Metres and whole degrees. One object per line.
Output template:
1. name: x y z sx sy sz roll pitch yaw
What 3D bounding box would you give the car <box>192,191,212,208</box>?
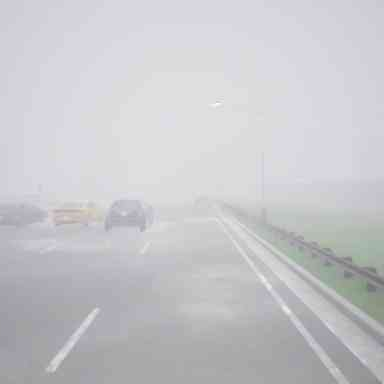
1. car: 1.229 1.015 37.942 1.882 1.535 5.008 0 1 0

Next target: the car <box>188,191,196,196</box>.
1. car: 0.011 0.302 93.102 1.994 1.385 4.181 0 1 0

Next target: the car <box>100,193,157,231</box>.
1. car: -3.398 1.121 18.775 2.097 1.767 4.553 0 1 0

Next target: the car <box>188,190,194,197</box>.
1. car: 0.010 0.526 83.485 1.994 1.385 4.181 0 1 0

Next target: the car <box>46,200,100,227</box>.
1. car: -6.898 1.224 20.686 1.882 1.535 5.008 0 1 0

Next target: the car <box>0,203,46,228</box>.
1. car: -10.398 1.319 19.985 1.994 1.385 4.181 0 1 0
